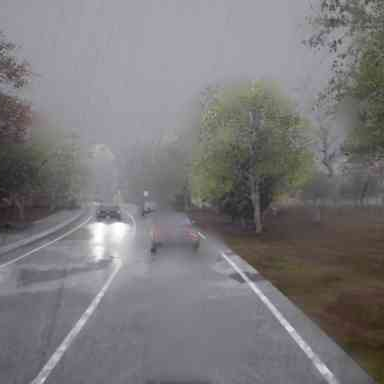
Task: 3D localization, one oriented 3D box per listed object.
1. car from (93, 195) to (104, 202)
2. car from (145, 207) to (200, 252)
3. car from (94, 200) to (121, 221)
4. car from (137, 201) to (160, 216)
[{"bbox_3d":[-18.679,1.381,66.460,1.994,1.385,4.181,1,0,-18],"label":"car"},{"bbox_3d":[-0.802,1.560,13.927,2.033,1.411,5.357,0,0,-6],"label":"car"},{"bbox_3d":[-6.673,1.564,26.800,1.895,1.301,4.718,1,0,-12],"label":"car"},{"bbox_3d":[-4.222,1.561,32.509,2.033,1.411,5.357,1,0,-14],"label":"car"}]
